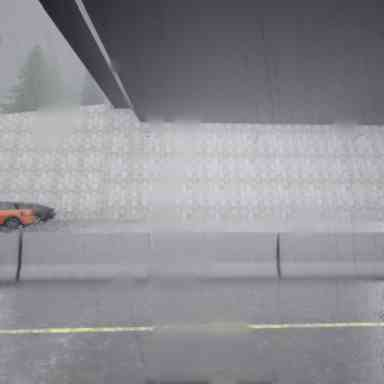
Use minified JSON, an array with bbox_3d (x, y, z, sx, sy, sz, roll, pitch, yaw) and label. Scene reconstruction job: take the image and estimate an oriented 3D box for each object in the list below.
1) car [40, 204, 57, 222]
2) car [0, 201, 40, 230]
[{"bbox_3d":[-12.460,1.540,24.189,4.892,1.490,1.837,0,0,-3],"label":"car"},{"bbox_3d":[-12.353,1.374,20.690,4.553,1.767,2.097,0,0,-3],"label":"car"}]
